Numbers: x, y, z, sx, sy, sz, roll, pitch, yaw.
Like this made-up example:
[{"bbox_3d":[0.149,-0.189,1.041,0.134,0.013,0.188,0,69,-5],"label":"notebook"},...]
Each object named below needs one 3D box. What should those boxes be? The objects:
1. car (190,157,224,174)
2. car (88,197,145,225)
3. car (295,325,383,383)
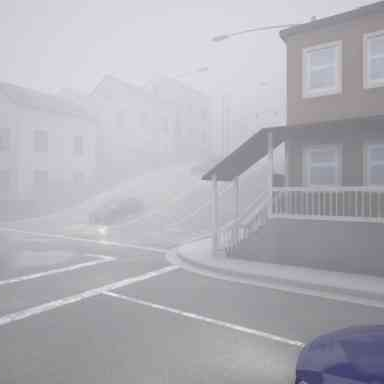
[{"bbox_3d":[1.683,-2.816,34.506,1.895,1.301,4.718,0,15,34],"label":"car"},{"bbox_3d":[-5.402,1.203,24.182,1.812,1.442,4.674,0,11,34],"label":"car"},{"bbox_3d":[2.949,1.526,1.860,4.674,1.442,1.812,0,0,36],"label":"car"}]
